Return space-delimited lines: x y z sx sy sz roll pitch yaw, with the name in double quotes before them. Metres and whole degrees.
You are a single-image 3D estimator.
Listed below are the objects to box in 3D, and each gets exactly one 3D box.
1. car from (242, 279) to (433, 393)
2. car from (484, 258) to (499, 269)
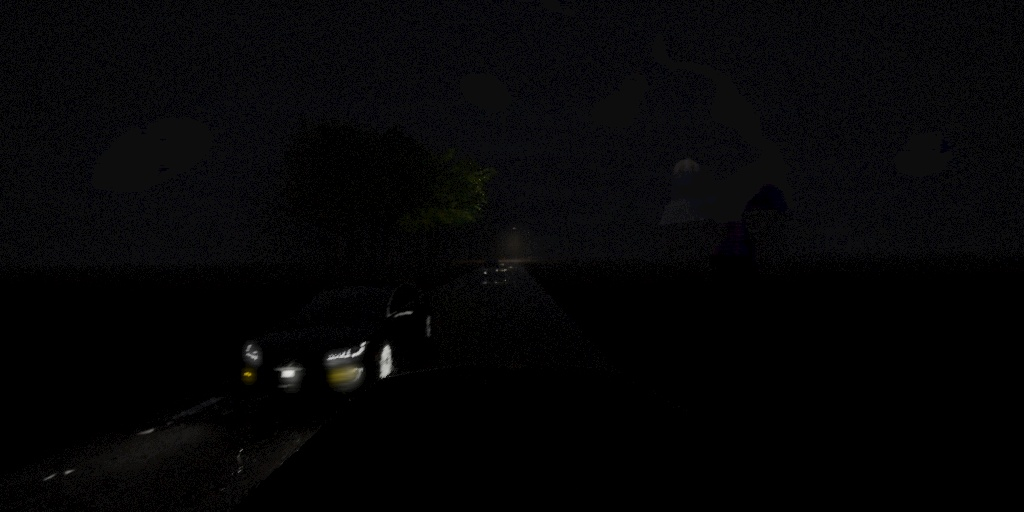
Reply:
"car" -2.850 1.249 7.002 1.837 1.490 4.892 0 0 0
"car" -2.794 0.976 50.219 1.837 1.490 4.892 0 0 0
